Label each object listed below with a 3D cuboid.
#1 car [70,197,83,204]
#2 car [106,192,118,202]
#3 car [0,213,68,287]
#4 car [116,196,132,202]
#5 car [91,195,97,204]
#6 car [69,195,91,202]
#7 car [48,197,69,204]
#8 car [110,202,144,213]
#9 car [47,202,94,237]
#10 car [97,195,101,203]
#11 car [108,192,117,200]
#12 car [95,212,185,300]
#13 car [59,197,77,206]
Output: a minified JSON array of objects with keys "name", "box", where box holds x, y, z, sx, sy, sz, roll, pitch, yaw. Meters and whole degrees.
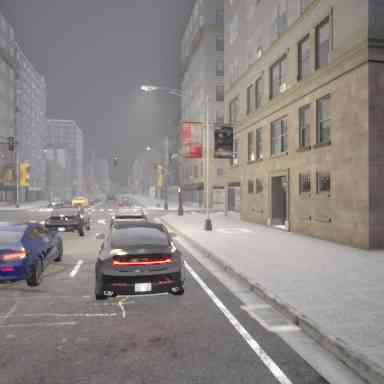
[{"name":"car","box":[-23.433,1.624,67.594,1.895,1.301,4.718,0,0,-11]},{"name":"car","box":[-18.870,1.250,77.779,2.150,2.045,5.566,0,0,-11]},{"name":"car","box":[-4.804,1.528,9.059,1.812,1.442,4.674,0,0,-11]},{"name":"car","box":[-9.922,1.623,49.826,1.895,1.301,4.718,0,0,-10]},{"name":"car","box":[-18.237,1.378,58.051,2.097,1.767,4.553,0,0,-12]},{"name":"car","box":[-16.424,1.501,48.967,1.882,1.535,5.008,0,0,-11]},{"name":"car","box":[-19.634,1.515,48.188,2.128,1.511,4.902,0,0,-15]},{"name":"car","box":[-3.332,1.497,17.620,2.128,1.511,4.902,0,0,-11]},{"name":"car","box":[-6.627,1.511,18.023,1.837,1.490,4.892,0,0,-12]},{"name":"car","box":[-20.130,1.581,67.659,1.994,1.385,4.181,0,0,-11]},{"name":"car","box":[-20.945,1.123,87.990,2.150,2.045,5.566,0,0,-11]},{"name":"car","box":[-1.379,1.507,8.501,1.837,1.490,4.892,0,0,-11]},{"name":"car","box":[-21.498,1.574,57.755,2.033,1.411,5.357,0,0,-11]}]
